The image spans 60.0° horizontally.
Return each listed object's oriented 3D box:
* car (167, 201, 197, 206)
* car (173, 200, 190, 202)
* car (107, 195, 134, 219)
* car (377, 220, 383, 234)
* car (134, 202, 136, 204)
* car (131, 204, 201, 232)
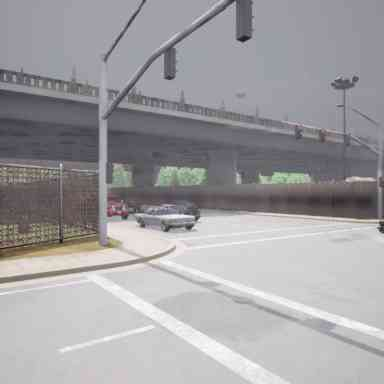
[{"bbox_3d":[-1.327,1.656,26.338,1.895,1.301,4.718,0,0,-36],"label":"car"},{"bbox_3d":[-1.489,1.603,38.944,2.033,1.411,5.357,0,0,-36],"label":"car"},{"bbox_3d":[-7.428,1.277,28.852,2.150,2.045,5.566,0,0,-36],"label":"car"},{"bbox_3d":[11.194,1.624,15.183,1.895,1.301,4.718,0,0,-36],"label":"car"},{"bbox_3d":[-6.439,1.619,33.481,1.994,1.385,4.181,0,0,-36],"label":"car"},{"bbox_3d":[-1.753,1.656,20.916,1.895,1.301,4.718,0,0,-36],"label":"car"}]
